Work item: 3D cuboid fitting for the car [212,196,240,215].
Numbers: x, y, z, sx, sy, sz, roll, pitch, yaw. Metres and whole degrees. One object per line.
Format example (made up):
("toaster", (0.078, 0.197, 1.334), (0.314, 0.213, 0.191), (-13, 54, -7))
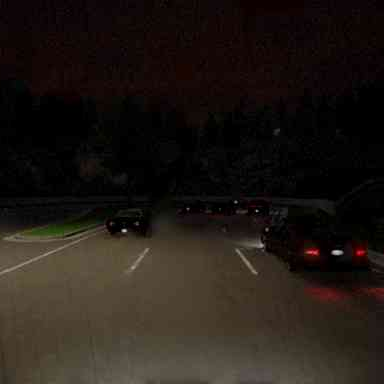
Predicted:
("car", (3.317, 1.477, 34.000), (1.882, 1.535, 5.008), (0, 0, 16))

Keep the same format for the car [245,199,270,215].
("car", (6.738, 1.506, 33.381), (1.837, 1.490, 4.892), (0, 0, 16))

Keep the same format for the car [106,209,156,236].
("car", (-3.214, 1.601, 18.613), (1.895, 1.301, 4.718), (0, 0, 3))

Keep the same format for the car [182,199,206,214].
("car", (0.217, 1.526, 35.938), (1.812, 1.442, 4.674), (0, 0, 16))

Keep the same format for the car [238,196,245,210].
("car", (5.986, 1.352, 44.129), (2.097, 1.767, 4.553), (0, 0, 12))

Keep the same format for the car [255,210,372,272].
("car", (3.610, 1.548, 10.735), (2.033, 1.411, 5.357), (0, 0, 0))
